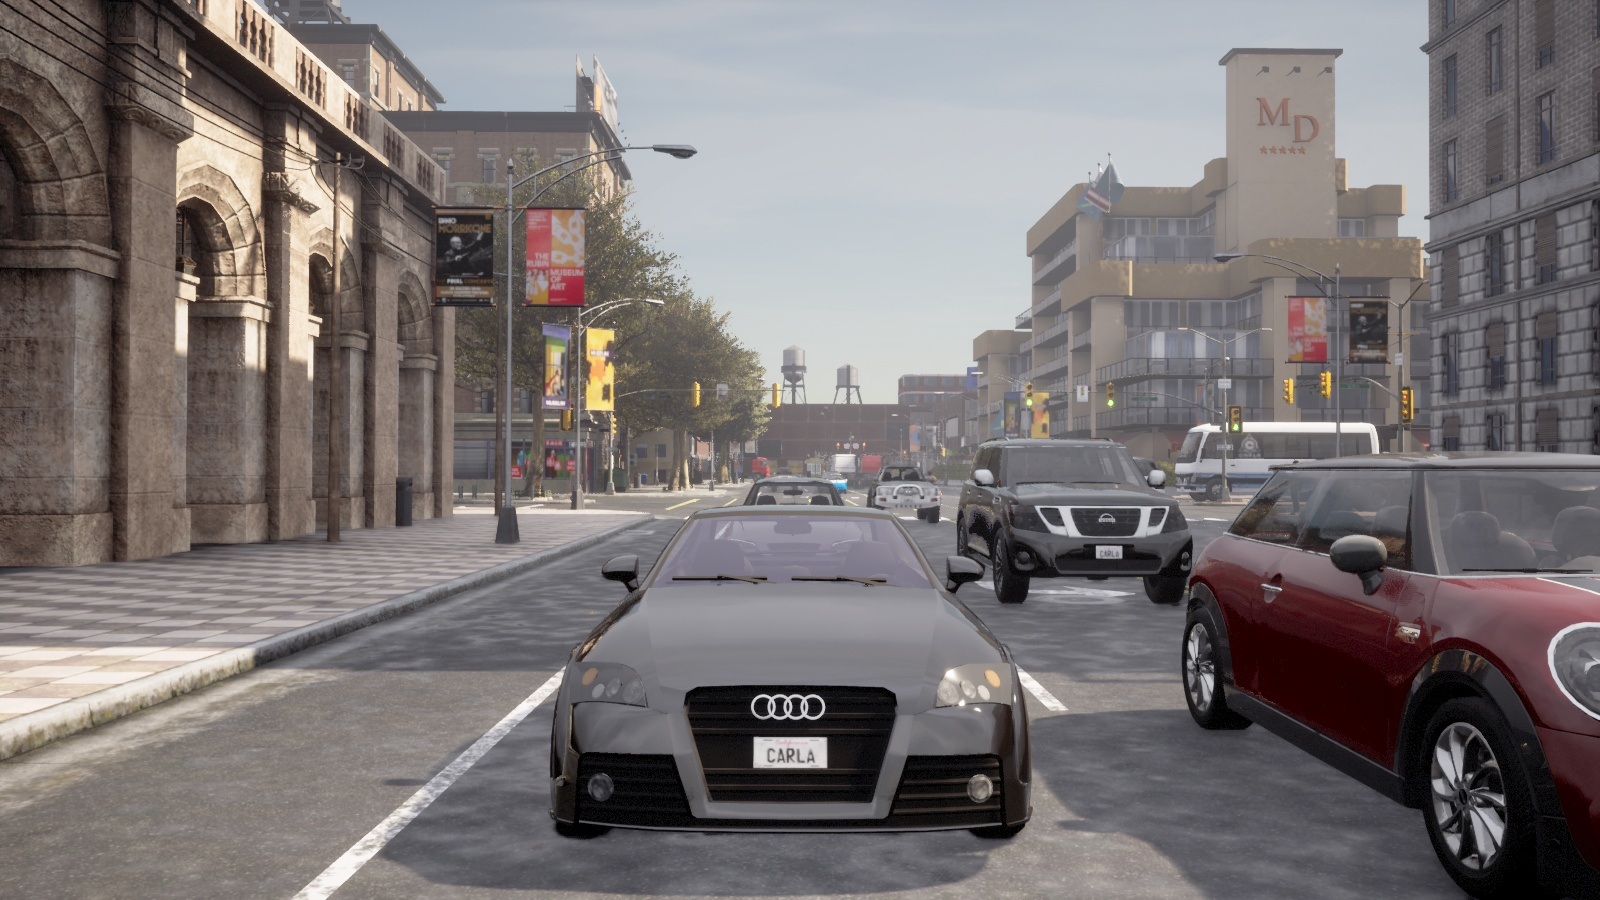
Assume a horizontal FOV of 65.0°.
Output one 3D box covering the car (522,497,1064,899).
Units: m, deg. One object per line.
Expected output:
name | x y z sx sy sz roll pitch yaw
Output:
car | -0.032 0.991 6.719 1.994 1.385 4.181 0 -1 0

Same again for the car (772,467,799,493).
car | -1.101 2.191 92.844 1.932 1.855 4.605 0 -1 -1

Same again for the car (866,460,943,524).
car | 3.166 1.270 38.878 1.932 1.855 4.605 0 -1 -1

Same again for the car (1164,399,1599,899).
car | 3.469 0.760 5.993 2.097 1.767 4.553 0 -1 0

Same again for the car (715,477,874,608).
car | -0.072 1.105 16.502 1.816 1.474 4.193 0 -1 0

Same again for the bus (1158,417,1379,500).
bus | 24.795 0.460 66.964 10.273 4.253 3.944 0 -1 -1

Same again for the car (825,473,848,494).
car | 2.497 2.302 86.116 1.481 1.376 2.207 0 -1 -1

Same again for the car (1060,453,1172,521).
car | 10.147 1.177 40.829 2.150 2.045 5.566 0 -1 -1

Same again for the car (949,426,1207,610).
car | 3.426 0.801 16.761 2.150 2.045 5.566 0 -1 0
